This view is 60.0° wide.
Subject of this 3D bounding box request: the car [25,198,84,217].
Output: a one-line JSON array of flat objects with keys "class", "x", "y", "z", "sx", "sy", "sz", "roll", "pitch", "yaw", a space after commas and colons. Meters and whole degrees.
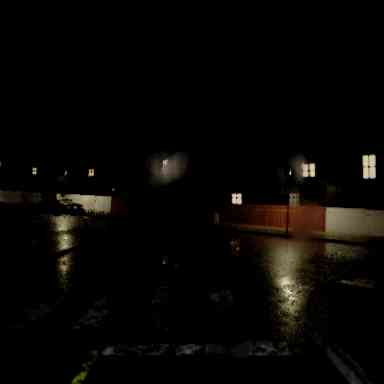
[{"class": "car", "x": -11.042, "y": 1.156, "z": 26.713, "sx": 5.357, "sy": 1.411, "sz": 2.033, "roll": 2, "pitch": 0, "yaw": 31}]
